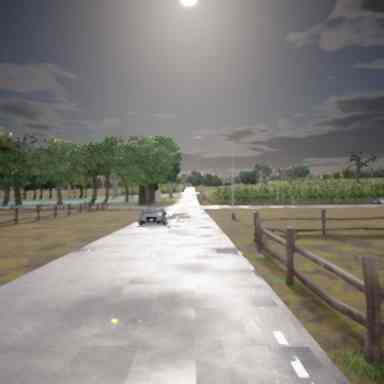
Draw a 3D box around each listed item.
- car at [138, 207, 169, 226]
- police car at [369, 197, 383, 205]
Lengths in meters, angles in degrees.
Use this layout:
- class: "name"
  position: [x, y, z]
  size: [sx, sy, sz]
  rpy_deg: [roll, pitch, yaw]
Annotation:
- class: "car"
  position: [-2.846, 1.798, 25.275]
  size: [1.994, 1.385, 4.181]
  rpy_deg: [0, -1, 0]
- class: "police car"
  position: [39.150, 1.932, 68.236]
  size: [4.974, 1.542, 2.038]
  rpy_deg: [-1, 1, 0]
